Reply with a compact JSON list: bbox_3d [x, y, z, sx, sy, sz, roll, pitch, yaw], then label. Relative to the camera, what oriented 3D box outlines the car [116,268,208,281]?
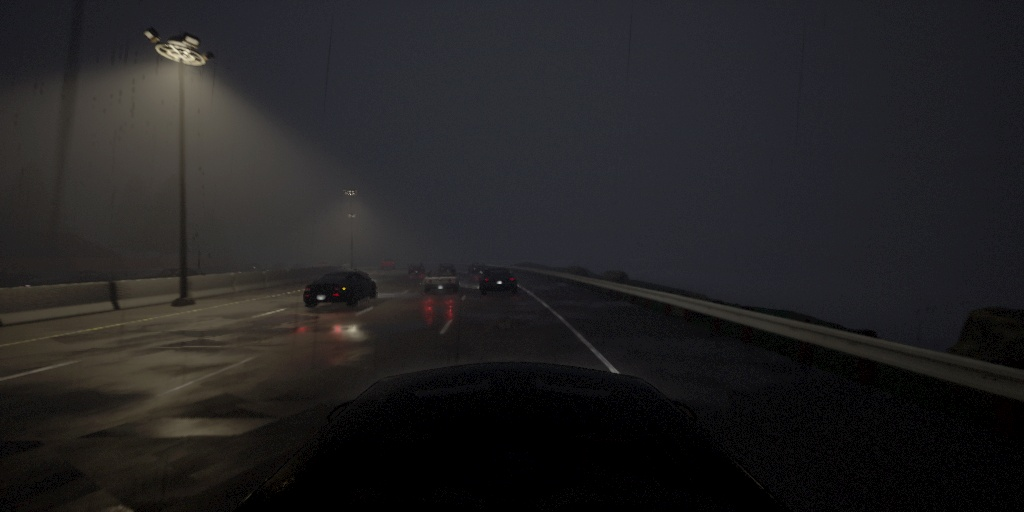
[{"bbox_3d":[-22.625,1.564,23.863,2.128,1.511,4.902,-1,0,-8],"label":"car"}]

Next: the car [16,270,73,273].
[{"bbox_3d":[-29.755,1.690,24.438,1.812,1.442,4.674,-1,0,-8],"label":"car"}]

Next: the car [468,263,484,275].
[{"bbox_3d":[-4.035,1.457,41.847,1.895,1.301,4.718,-1,0,-14],"label":"car"}]

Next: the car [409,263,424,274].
[{"bbox_3d":[-11.997,1.564,45.057,1.895,1.301,4.718,-1,0,-15],"label":"car"}]

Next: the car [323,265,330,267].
[{"bbox_3d":[-12.027,1.539,26.341,1.895,1.301,4.718,-1,0,-10],"label":"car"}]

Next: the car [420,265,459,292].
[{"bbox_3d":[-4.224,1.432,21.955,1.895,1.301,4.718,-1,0,-7],"label":"car"}]

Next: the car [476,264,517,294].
[{"bbox_3d":[-0.871,1.351,20.577,1.994,1.385,4.181,-1,0,-6],"label":"car"}]

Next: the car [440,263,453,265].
[{"bbox_3d":[-7.984,1.510,43.406,1.895,1.301,4.718,-1,0,-14],"label":"car"}]

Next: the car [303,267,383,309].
[{"bbox_3d":[-7.412,1.390,15.816,1.812,1.442,4.674,0,0,-5],"label":"car"}]

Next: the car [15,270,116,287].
[{"bbox_3d":[-25.838,1.711,21.660,1.895,1.301,4.718,-1,0,-7],"label":"car"}]

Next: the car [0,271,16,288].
[{"bbox_3d":[-33.056,1.698,22.719,2.128,1.511,4.902,-1,0,-8],"label":"car"}]
